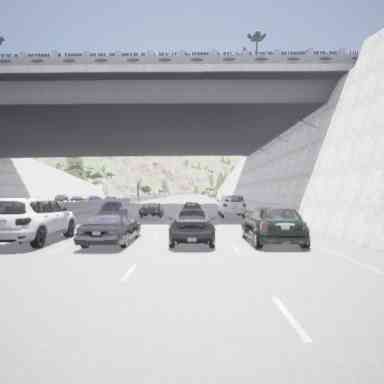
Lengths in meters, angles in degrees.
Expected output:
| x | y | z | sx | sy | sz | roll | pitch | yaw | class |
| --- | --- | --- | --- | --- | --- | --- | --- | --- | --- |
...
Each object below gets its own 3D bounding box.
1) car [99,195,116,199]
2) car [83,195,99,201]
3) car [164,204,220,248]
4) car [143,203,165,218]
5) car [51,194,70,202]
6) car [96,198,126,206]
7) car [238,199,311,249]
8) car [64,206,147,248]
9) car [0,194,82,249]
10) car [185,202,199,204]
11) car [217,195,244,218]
| x | y | z | sx | sy | sz | roll | pitch | yaw | class |
| --- | --- | --- | --- | --- | --- | --- | --- | --- | --- |
| -17.471 | 1.417 | 70.900 | 2.128 | 1.511 | 4.902 | 0 | 0 | 0 | car |
| -20.971 | 1.370 | 70.904 | 1.882 | 1.535 | 5.008 | 0 | 0 | 0 | car |
| 0.000 | 1.514 | 14.650 | 1.837 | 1.490 | 4.892 | 0 | 0 | 0 | car |
| -3.500 | 1.614 | 29.680 | 1.895 | 1.301 | 4.718 | 0 | 0 | 0 | car |
| -27.971 | 1.247 | 70.942 | 2.097 | 1.767 | 4.553 | 0 | 0 | 0 | car |
| -7.000 | 1.530 | 29.650 | 1.812 | 1.442 | 4.674 | 0 | 0 | 0 | car |
| 3.500 | 1.363 | 14.620 | 2.097 | 1.767 | 4.553 | 0 | 0 | 0 | car |
| -3.500 | 1.560 | 14.650 | 2.033 | 1.411 | 5.357 | 0 | 0 | 0 | car |
| -7.000 | 1.255 | 14.680 | 2.150 | 2.045 | 5.566 | 0 | 0 | 0 | car |
| 0.000 | 1.570 | 29.650 | 1.994 | 1.385 | 4.181 | 0 | 0 | 0 | car |
| 3.500 | 1.255 | 29.680 | 2.150 | 2.045 | 5.566 | 0 | 0 | 0 | car |
